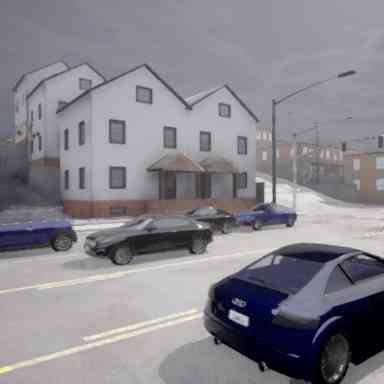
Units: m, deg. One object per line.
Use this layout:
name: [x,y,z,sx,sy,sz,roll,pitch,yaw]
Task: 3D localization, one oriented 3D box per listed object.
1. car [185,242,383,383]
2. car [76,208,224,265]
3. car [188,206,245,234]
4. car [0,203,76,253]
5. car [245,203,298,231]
car: [2.215,1.532,5.327,4.181,1.385,1.994,0,0,-36]
car: [-1.334,1.488,11.633,4.674,1.442,1.812,0,0,-35]
car: [0.237,1.459,16.937,4.674,1.442,1.812,0,0,-36]
car: [-6.661,1.341,12.128,4.553,1.767,2.097,-1,0,-35]
car: [4.420,1.424,19.989,4.674,1.442,1.812,0,0,-35]
